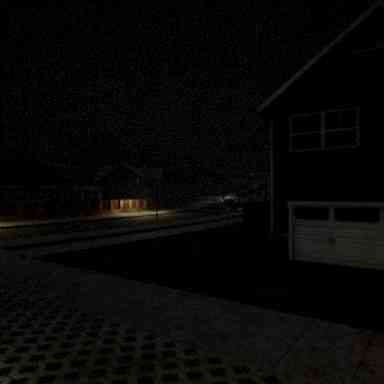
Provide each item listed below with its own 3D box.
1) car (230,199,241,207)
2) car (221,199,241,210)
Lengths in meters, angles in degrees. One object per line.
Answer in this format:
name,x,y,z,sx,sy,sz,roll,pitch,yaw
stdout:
car,7.432,1.884,56.677,1.895,1.301,4.718,0,0,8
car,5.297,1.741,46.504,1.837,1.490,4.892,0,0,15
